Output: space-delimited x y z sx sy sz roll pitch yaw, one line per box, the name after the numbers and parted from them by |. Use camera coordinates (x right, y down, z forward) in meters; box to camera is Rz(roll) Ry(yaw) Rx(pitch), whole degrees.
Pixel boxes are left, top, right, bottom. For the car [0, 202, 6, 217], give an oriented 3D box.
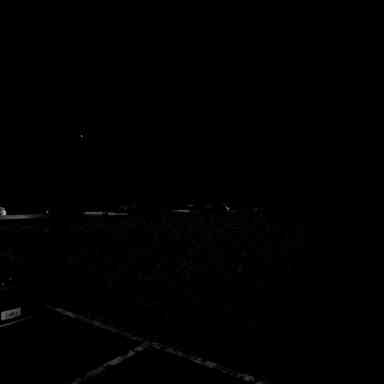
-21.908 1.821 33.802 1.837 1.490 4.892 0 -1 36 | car

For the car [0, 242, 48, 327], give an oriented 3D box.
-4.410 1.551 6.153 4.403 1.369 2.008 0 0 36 | car

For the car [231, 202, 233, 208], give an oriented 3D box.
7.037 2.557 62.440 2.128 1.511 4.902 0 -1 36 | car

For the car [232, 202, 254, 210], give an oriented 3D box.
9.667 2.623 60.530 1.994 1.385 4.181 0 -1 36 | car

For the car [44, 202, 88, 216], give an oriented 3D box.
-14.457 1.955 38.534 2.128 1.511 4.902 0 -1 36 | car

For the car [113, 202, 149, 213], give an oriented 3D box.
-8.287 2.140 47.016 1.882 1.535 5.008 0 -1 36 | car

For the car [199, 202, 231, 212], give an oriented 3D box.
3.627 2.366 52.123 1.837 1.490 4.892 0 -1 36 | car

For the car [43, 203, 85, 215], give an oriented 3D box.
-16.023 2.105 41.907 1.895 1.301 4.718 0 -1 36 | car

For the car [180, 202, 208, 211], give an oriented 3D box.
0.411 2.491 58.858 2.033 1.411 5.357 0 -1 36 | car

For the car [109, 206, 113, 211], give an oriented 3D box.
-10.097 2.297 50.056 1.895 1.301 4.718 0 -1 36 | car

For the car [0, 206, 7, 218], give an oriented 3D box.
-19.880 1.816 31.031 1.812 1.442 4.674 0 -1 36 | car

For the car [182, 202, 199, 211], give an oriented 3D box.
1.152 2.365 54.249 2.128 1.511 4.902 0 -1 37 | car
